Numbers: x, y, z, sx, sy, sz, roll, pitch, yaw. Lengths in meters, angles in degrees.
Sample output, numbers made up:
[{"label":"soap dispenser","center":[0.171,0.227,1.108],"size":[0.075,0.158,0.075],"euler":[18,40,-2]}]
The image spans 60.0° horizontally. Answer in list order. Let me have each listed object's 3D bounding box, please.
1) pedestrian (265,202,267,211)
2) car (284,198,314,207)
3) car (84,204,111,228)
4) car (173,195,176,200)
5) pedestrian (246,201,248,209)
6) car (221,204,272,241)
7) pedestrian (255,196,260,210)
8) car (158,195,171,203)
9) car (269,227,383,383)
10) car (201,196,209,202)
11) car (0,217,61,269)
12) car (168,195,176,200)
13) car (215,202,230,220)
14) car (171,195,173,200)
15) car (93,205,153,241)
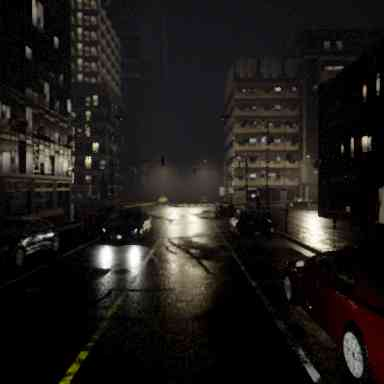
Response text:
[{"label":"pedestrian","center":[8.146,1.309,36.753],"size":[0.375,1.860,0.375],"euler":[-1,1,0]},{"label":"car","center":[16.330,1.593,50.960],"size":[4.403,1.369,2.008],"euler":[0,1,1]},{"label":"car","center":[-5.825,1.527,22.246],"size":[1.887,1.381,4.507],"euler":[-1,0,0]},{"label":"car","center":[-5.675,1.482,88.406],"size":[1.887,1.381,4.507],"euler":[-1,0,0]},{"label":"pedestrian","center":[6.147,1.502,37.358],"size":[0.500,1.100,0.500],"euler":[-1,1,0]},{"label":"car","center":[2.813,1.537,16.542],"size":[2.008,1.369,4.403],"euler":[-1,0,0]},{"label":"pedestrian","center":[7.146,1.280,36.153],"size":[0.375,1.860,0.375],"euler":[-1,1,0]},{"label":"car","center":[-5.682,1.477,65.618],"size":[1.752,1.417,4.829],"euler":[-1,0,0]},{"label":"car","center":[2.748,1.540,5.253],"size":[1.887,1.381,4.507],"euler":[-1,0,0]},{"label":"car","center":[2.700,1.499,71.440],"size":[2.008,1.369,4.403],"euler":[-1,0,0]},{"label":"car","center":[-5.802,1.542,10.957],"size":[2.008,1.369,4.403],"euler":[-1,0,0]},{"label":"car","center":[-5.672,1.516,94.061],"size":[1.802,1.307,4.206],"euler":[-1,0,0]},{"label":"car","center":[2.816,1.503,28.000],"size":[1.752,1.417,4.829],"euler":[-1,0,0]},{"label":"car","center":[-5.680,1.514,71.442],"size":[1.947,1.339,4.313],"euler":[-1,0,0]},{"label":"car","center":[-3.093,1.533,16.793],"size":[2.033,1.411,5.357],"euler":[0,0,0]}]
